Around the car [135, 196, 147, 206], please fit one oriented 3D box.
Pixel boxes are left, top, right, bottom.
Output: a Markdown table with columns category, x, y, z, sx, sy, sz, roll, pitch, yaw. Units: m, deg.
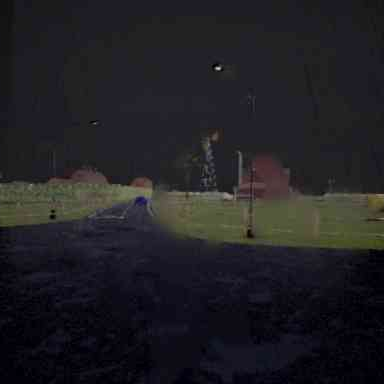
| category | x | y | z | sx | sy | sz | roll | pitch | yaw |
| --- | --- | --- | --- | --- | --- | --- | --- | --- | --- |
| car | -8.382 | 1.449 | 54.537 | 1.882 | 1.535 | 5.008 | 1 | 0 | -7 |
